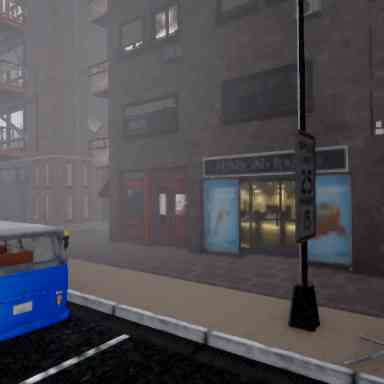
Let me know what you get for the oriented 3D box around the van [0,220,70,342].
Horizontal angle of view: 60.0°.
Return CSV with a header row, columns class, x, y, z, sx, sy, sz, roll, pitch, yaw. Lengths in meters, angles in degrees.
class,x,y,z,sx,sy,sz,roll,pitch,yaw
van,-3.800,1.342,5.601,3.998,1.788,1.690,0,-1,36
